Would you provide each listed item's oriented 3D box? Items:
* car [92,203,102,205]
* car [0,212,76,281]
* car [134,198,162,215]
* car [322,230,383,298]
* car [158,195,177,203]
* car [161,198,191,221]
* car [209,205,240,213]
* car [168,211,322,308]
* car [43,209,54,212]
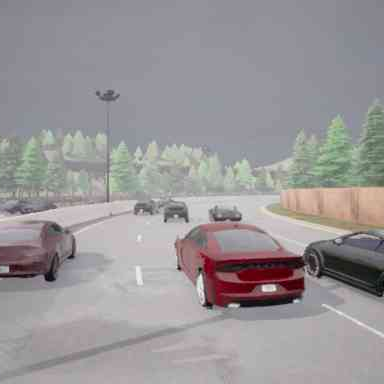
[{"bbox_3d":[-11.245,1.547,38.960,2.033,1.411,5.357,0,0,7],"label":"car"},{"bbox_3d":[-4.570,1.526,9.525,1.812,1.442,4.674,0,0,-10],"label":"car"},{"bbox_3d":[-4.571,1.504,33.863,1.837,1.490,4.892,0,0,5],"label":"car"},{"bbox_3d":[4.423,1.564,7.787,1.994,1.385,4.181,0,0,-13],"label":"car"},{"bbox_3d":[-5.289,1.522,72.392,2.128,1.511,4.902,0,0,24],"label":"car"},{"bbox_3d":[-1.195,1.504,26.781,1.837,1.490,4.892,0,0,-1],"label":"car"},{"bbox_3d":[2.311,1.601,24.292,1.895,1.301,4.718,0,0,-2],"label":"car"},{"bbox_3d":[0.791,1.477,8.085,1.882,1.535,5.008,0,0,-12],"label":"car"},{"bbox_3d":[-15.184,1.563,33.054,1.994,1.385,4.181,0,0,4],"label":"car"}]
